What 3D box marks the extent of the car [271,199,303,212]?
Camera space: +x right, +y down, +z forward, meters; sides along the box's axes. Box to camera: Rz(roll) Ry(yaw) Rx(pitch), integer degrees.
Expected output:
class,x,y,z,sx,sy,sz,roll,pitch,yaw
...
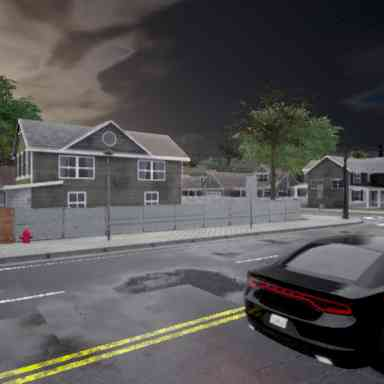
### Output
class,x,y,z,sx,sy,sz,roll,pitch,yaw
car,9.544,1.515,35.794,2.128,1.511,4.902,0,0,-35

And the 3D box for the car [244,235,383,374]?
class,x,y,z,sx,sy,sz,roll,pitch,yaw
car,3.104,1.476,5.655,5.008,1.535,1.882,0,0,-36
